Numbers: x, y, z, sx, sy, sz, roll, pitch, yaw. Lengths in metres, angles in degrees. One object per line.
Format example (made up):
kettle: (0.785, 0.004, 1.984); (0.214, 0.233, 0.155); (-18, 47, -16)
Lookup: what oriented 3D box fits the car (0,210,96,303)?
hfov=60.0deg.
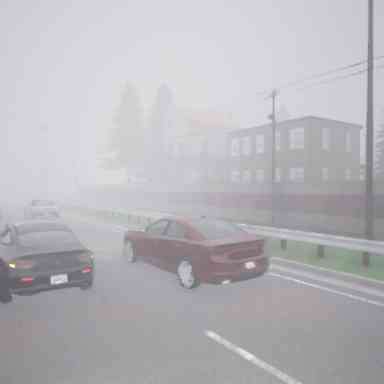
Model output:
car: (-3.760, 1.407, 8.012); (1.812, 1.442, 4.674); (0, 1, -35)

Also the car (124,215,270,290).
car: (-0.184, 1.351, 9.003); (1.882, 1.535, 5.008); (0, 1, -35)

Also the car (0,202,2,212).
car: (-15.126, 1.143, 24.328); (1.837, 1.490, 4.892); (0, 1, -35)

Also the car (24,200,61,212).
car: (-11.401, 1.235, 25.105); (1.895, 1.301, 4.718); (0, 1, -35)
